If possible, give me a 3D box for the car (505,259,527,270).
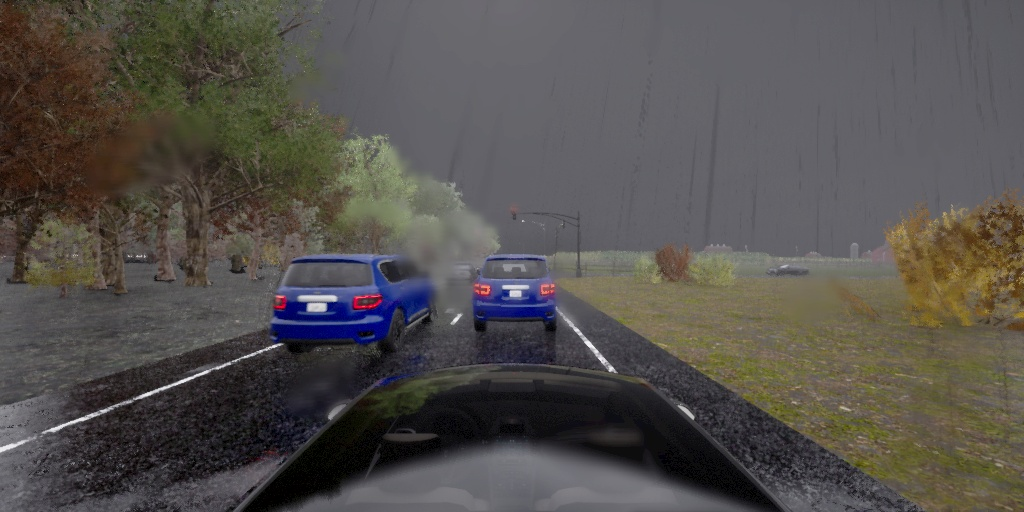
[{"bbox_3d":[0.508,1.247,53.208,2.128,1.511,4.902,0,0,-15],"label":"car"}]

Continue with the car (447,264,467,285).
[{"bbox_3d":[-3.424,1.303,26.002,2.033,1.411,5.357,0,0,0],"label":"car"}]

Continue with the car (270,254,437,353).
[{"bbox_3d":[-3.409,0.975,8.945,2.150,2.045,5.566,0,0,0],"label":"car"}]

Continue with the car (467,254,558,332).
[{"bbox_3d":[0.090,0.974,11.065,2.150,2.045,5.566,0,0,0],"label":"car"}]

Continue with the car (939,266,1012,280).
[{"bbox_3d":[50.983,1.851,39.284,5.357,1.411,2.033,1,-1,1],"label":"car"}]

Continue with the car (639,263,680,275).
[{"bbox_3d":[17.691,1.527,43.057,4.674,1.442,1.812,0,-1,1],"label":"car"}]

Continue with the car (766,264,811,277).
[{"bbox_3d":[33.075,1.694,42.966,4.674,1.442,1.812,1,-1,0],"label":"car"}]
